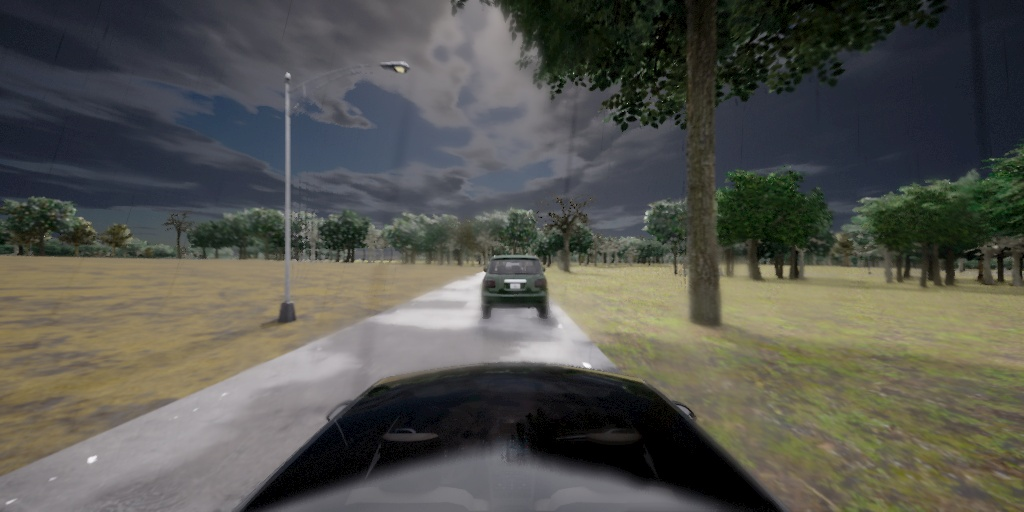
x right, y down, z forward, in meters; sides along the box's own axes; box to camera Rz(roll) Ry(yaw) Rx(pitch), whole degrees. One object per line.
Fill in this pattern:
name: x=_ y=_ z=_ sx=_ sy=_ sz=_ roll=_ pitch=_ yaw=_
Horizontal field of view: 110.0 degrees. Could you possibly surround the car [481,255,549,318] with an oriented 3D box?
car: x=0.099 y=0.993 z=13.266 sx=2.150 sy=2.045 sz=5.566 roll=0 pitch=0 yaw=0
